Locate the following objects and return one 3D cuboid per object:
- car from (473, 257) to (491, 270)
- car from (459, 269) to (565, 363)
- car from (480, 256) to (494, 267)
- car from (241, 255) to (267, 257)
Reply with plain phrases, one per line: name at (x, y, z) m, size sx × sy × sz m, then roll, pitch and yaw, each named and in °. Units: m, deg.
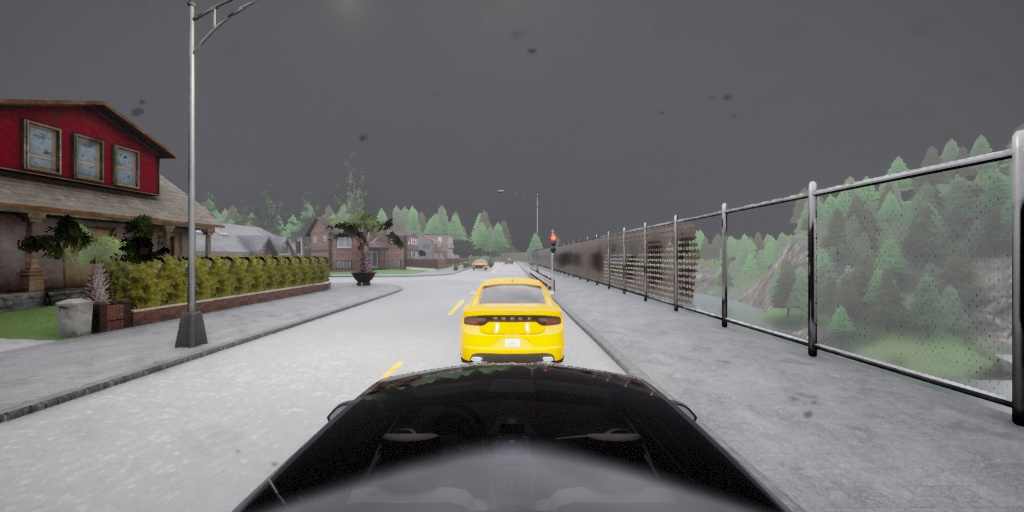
car at (-4.523, 1.227, 51.442) m, size 1.882 × 1.535 × 5.008 m, roll 0°, pitch 0°, yaw 0°
car at (0.005, 1.228, 8.183) m, size 1.882 × 1.535 × 5.008 m, roll 0°, pitch 0°, yaw 0°
car at (-4.589, 0.970, 61.432) m, size 2.150 × 2.045 × 5.566 m, roll 0°, pitch 0°, yaw 0°
car at (-18.848, 0.972, 27.546) m, size 5.566 × 2.045 × 2.150 m, roll 0°, pitch 0°, yaw 0°
